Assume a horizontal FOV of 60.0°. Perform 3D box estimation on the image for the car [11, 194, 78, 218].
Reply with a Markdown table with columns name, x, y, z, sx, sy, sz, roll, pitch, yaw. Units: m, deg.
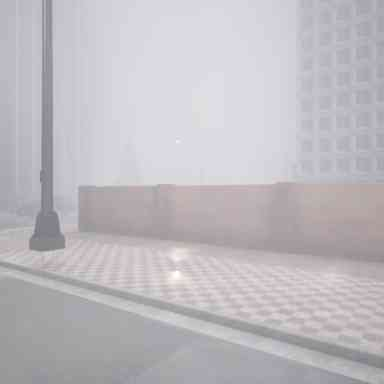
| name | x | y | z | sx | sy | sz | roll | pitch | yaw |
| --- | --- | --- | --- | --- | --- | --- | --- | --- | --- |
| car | -13.778 | 1.221 | 31.164 | 2.150 | 2.045 | 5.566 | 0 | 0 | 35 |

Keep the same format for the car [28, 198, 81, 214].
| name | x | y | z | sx | sy | sz | roll | pitch | yaw |
| --- | --- | --- | --- | --- | --- | --- | --- | --- | --- |
| car | -14.736 | 1.478 | 35.885 | 1.882 | 1.535 | 5.008 | 0 | 0 | 35 |
